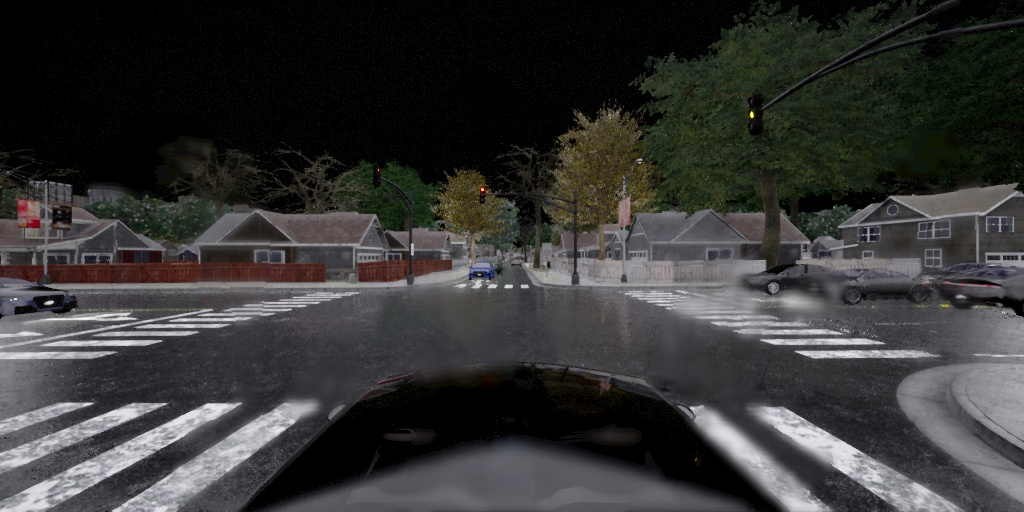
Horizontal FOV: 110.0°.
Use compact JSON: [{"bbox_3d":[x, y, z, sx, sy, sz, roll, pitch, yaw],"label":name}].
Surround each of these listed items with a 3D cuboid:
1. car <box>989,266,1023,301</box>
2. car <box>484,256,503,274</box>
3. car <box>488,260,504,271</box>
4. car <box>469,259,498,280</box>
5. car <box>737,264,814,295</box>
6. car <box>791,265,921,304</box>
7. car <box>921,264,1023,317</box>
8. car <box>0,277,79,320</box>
[{"bbox_3d":[23.953,1.149,14.935,5.357,1.411,2.033,0,0,1],"label":"car"},{"bbox_3d":[-2.401,0.994,41.658,2.150,2.045,5.566,0,0,1],"label":"car"},{"bbox_3d":[-2.269,1.331,51.975,2.033,1.411,5.357,0,0,1],"label":"car"},{"bbox_3d":[-2.595,1.242,31.422,1.882,1.535,5.008,0,0,1],"label":"car"},{"bbox_3d":[14.262,1.159,18.330,4.892,1.490,1.837,0,0,2],"label":"car"},{"bbox_3d":[14.716,1.217,15.082,4.181,1.385,1.994,0,0,1],"label":"car"},{"bbox_3d":[17.012,1.133,11.596,4.902,1.511,2.128,0,0,1],"label":"car"},{"bbox_3d":[-17.599,1.410,12.146,4.181,1.385,1.994,0,0,1],"label":"car"}]
